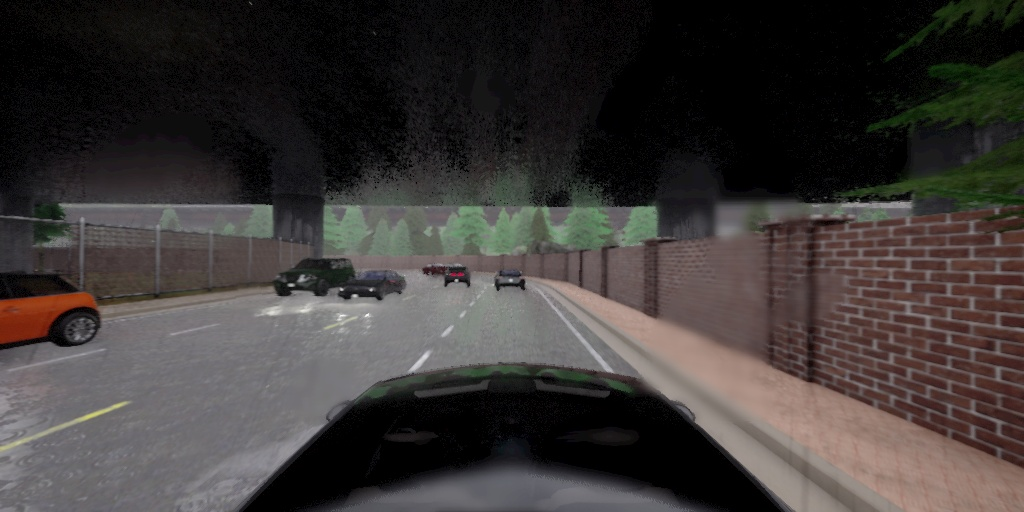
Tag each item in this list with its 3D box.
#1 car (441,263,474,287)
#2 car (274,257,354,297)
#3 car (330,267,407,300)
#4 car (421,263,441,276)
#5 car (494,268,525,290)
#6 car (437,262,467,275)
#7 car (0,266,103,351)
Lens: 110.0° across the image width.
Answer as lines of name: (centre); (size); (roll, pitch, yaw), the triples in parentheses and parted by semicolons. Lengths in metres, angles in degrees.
car: (-4.015, 1.465, 26.914); (1.837, 1.490, 4.892); (0, -1, -6)
car: (-10.680, 1.091, 20.030); (2.150, 2.045, 5.566); (0, -1, -1)
car: (-7.017, 1.426, 18.693); (2.033, 1.411, 5.357); (0, -1, 0)
car: (-9.101, 1.553, 41.949); (1.882, 1.535, 5.008); (1, 0, -31)
car: (-0.217, 1.524, 24.704); (1.994, 1.385, 4.181); (0, -1, -4)
car: (-7.776, 1.598, 46.126); (1.882, 1.535, 5.008); (1, -1, -34)
car: (-10.614, 1.092, 6.366); (2.097, 1.767, 4.553); (0, -1, 0)
